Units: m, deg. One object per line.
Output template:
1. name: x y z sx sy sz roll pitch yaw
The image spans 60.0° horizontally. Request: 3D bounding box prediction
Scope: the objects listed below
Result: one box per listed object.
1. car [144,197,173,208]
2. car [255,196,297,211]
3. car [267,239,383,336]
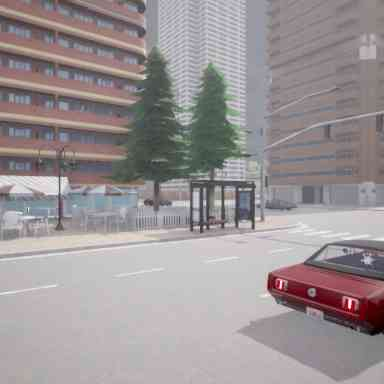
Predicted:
1. car: -5.077 1.533 50.853 5.008 1.535 1.882 0 -2 37
2. car: 10.601 1.603 41.974 2.033 1.411 5.357 0 0 -36
3. car: 3.718 1.601 6.461 4.718 1.301 1.895 0 0 -36
